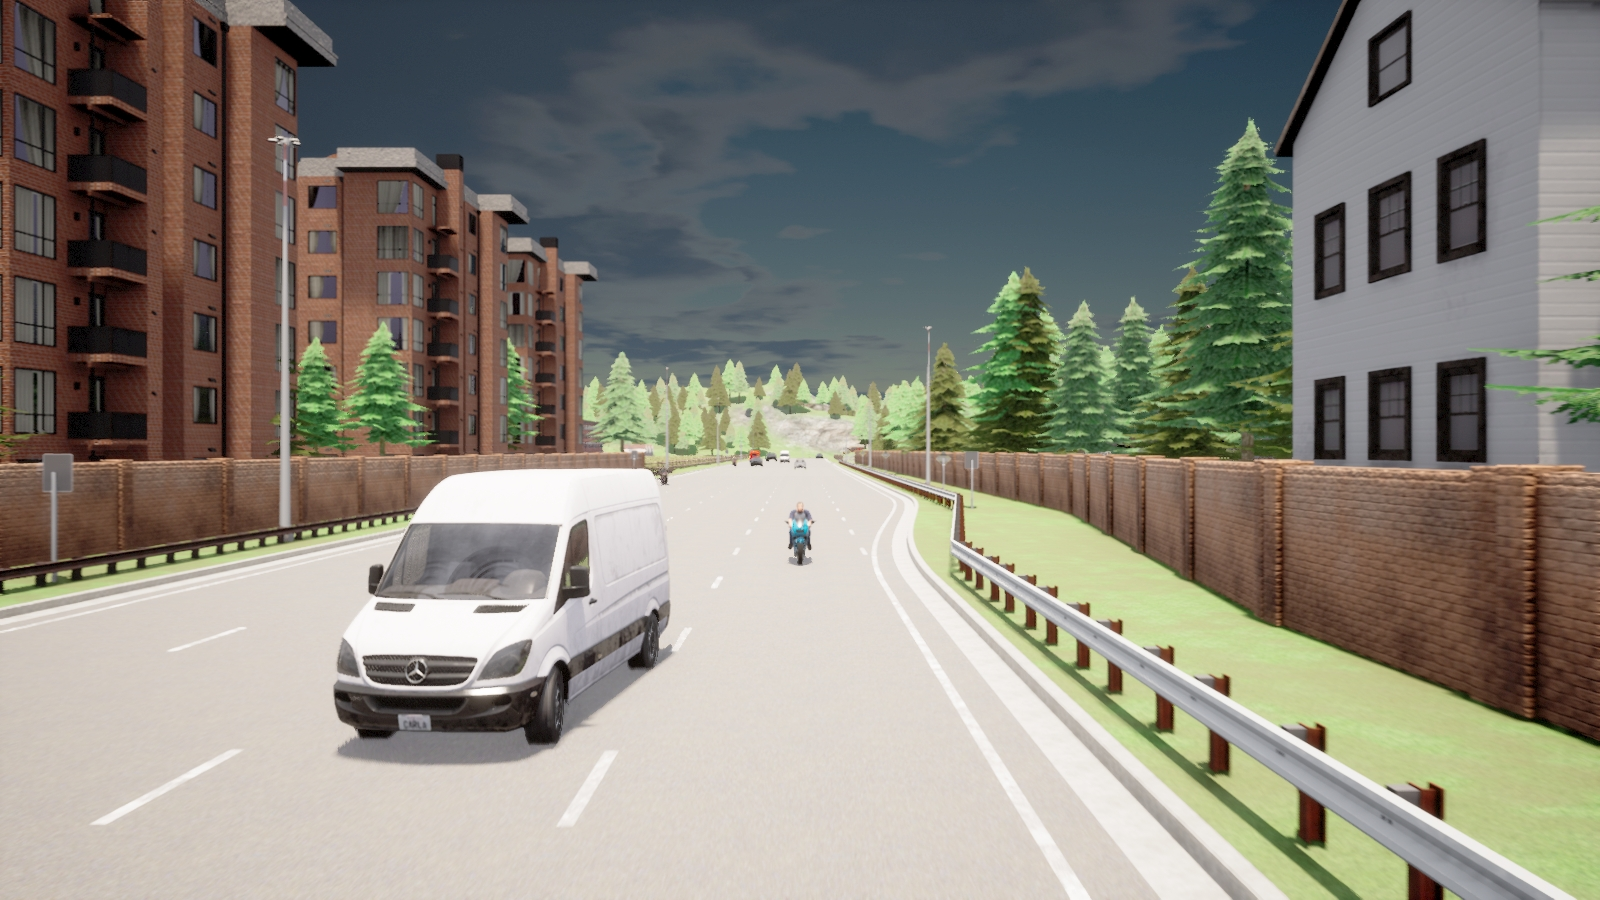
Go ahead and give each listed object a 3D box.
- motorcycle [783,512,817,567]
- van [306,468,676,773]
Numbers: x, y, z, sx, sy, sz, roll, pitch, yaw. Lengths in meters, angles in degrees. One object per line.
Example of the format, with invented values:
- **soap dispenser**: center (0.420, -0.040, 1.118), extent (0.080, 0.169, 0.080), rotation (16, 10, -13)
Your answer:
- **motorcycle**: center (0.003, 2.174, 28.177), extent (0.803, 1.199, 2.033), rotation (0, 0, 0)
- **van**: center (-3.052, 1.528, 12.969), extent (1.988, 2.561, 5.915), rotation (0, 0, 7)
